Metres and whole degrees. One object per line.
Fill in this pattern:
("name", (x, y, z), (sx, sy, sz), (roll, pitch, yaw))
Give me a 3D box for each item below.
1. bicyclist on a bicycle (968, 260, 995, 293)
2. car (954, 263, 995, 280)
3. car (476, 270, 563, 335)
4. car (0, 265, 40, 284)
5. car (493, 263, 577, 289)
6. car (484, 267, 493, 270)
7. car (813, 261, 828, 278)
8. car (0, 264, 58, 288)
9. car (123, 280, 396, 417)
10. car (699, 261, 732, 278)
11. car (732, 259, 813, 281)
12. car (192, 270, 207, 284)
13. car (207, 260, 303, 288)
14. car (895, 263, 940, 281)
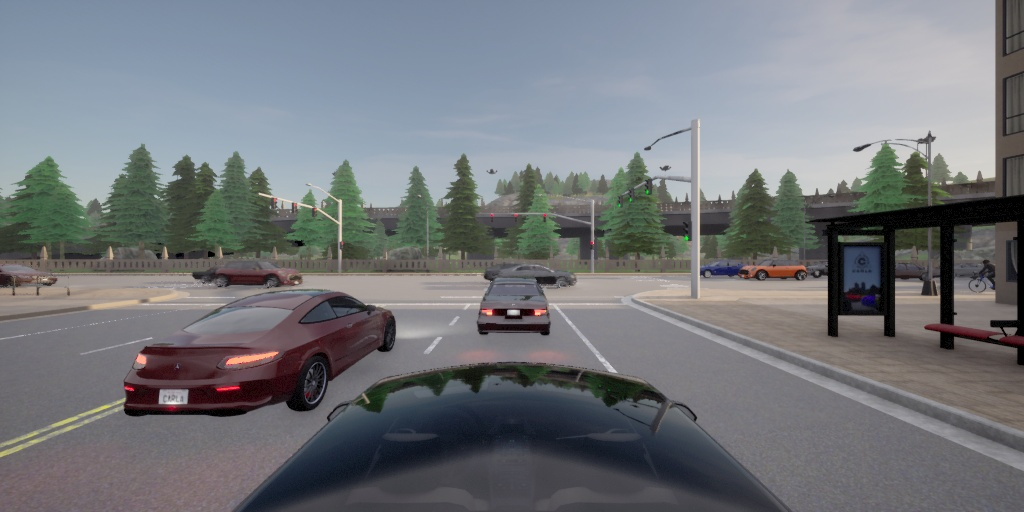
("bicyclist on a bicycle", (22.755, 0.995, 17.060), (0.582, 1.620, 1.656), (0, 0, 1))
("car", (38.074, 1.258, 30.464), (4.181, 1.385, 1.994), (0, 0, 17))
("car", (0.087, 1.297, 10.464), (2.033, 1.411, 5.357), (0, 0, 1))
("car", (-37.829, 1.295, 25.945), (4.718, 1.301, 1.895), (0, 0, -1))
("car", (1.492, 1.220, 22.085), (4.902, 1.511, 2.128), (0, 0, 1))
("car", (0.404, 1.223, 25.598), (4.892, 1.490, 1.837), (0, 0, 1))
("car", (28.286, 1.186, 32.146), (4.902, 1.511, 2.128), (0, 0, 4))
("car", (-31.526, 1.221, 22.436), (4.674, 1.442, 1.812), (0, 0, 1))
("car", (-3.447, 1.276, 5.969), (1.812, 1.442, 4.674), (0, 0, 0))
("car", (18.905, 1.172, 32.527), (5.008, 1.535, 1.882), (0, 0, 1))
("car", (20.951, 1.046, 28.973), (4.553, 1.767, 2.097), (0, 0, 2))
("car", (-19.961, 1.295, 25.837), (4.718, 1.301, 1.895), (0, 0, 1))
("car", (-15.614, 1.053, 22.278), (4.553, 1.767, 2.097), (0, 1, 1))
("car", (30.554, 1.242, 28.534), (5.357, 1.411, 2.033), (0, 0, 6))
